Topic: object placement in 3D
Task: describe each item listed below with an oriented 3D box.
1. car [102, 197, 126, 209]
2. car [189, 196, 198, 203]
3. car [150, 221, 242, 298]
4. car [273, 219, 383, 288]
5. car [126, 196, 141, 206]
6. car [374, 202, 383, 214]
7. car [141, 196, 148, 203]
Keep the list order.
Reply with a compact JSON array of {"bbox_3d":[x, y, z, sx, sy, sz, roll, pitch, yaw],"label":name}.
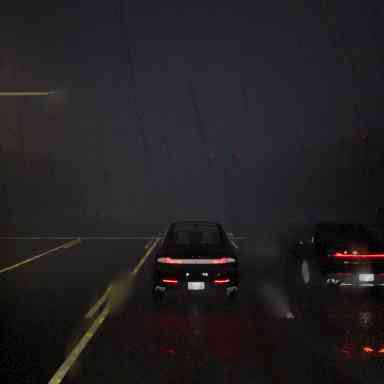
[{"bbox_3d":[-10.497,1.601,44.241,1.895,1.301,4.718,0,0,0],"label":"car"},{"bbox_3d":[0.255,1.491,66.855,2.128,1.511,4.902,0,0,0],"label":"car"},{"bbox_3d":[0.095,1.492,8.476,2.128,1.511,4.902,0,0,0],"label":"car"},{"bbox_3d":[3.600,1.505,9.240,1.837,1.490,4.892,0,0,1],"label":"car"},{"bbox_3d":[-10.457,1.489,55.520,2.128,1.511,4.902,0,0,0],"label":"car"},{"bbox_3d":[18.108,1.061,28.274,4.902,1.511,2.128,-5,0,0],"label":"car"},{"bbox_3d":[-10.337,1.537,69.665,1.895,1.301,4.718,0,0,0],"label":"car"}]
